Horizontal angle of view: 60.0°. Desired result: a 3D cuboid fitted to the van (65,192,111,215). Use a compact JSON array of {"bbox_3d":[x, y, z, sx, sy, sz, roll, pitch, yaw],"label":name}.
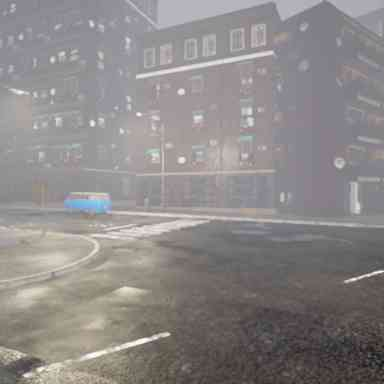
[{"bbox_3d":[-8.630,0.927,27.510,3.998,1.788,1.690,1,0,25],"label":"van"}]
